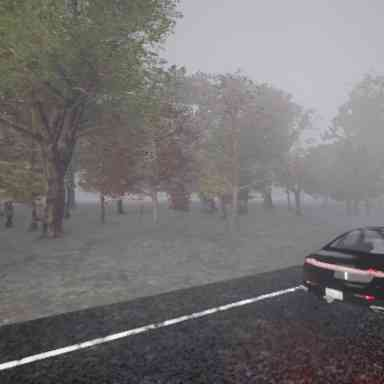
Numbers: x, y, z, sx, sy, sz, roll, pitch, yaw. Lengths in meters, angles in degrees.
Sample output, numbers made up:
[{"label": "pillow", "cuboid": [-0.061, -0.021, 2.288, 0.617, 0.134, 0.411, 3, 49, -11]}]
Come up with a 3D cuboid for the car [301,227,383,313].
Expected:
[{"label": "car", "cuboid": [4.352, 1.490, 6.971, 4.902, 1.511, 2.128, 0, 0, -35]}]
